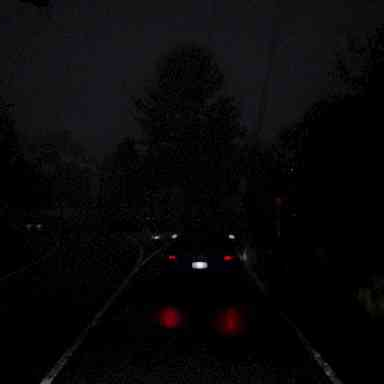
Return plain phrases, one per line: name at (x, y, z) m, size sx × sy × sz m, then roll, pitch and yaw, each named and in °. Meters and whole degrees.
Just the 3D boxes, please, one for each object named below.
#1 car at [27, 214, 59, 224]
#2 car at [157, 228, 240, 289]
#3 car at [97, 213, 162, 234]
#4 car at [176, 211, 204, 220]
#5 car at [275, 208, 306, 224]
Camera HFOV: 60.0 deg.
car at (-19.619, 3.524, 43.904) m, size 1.895 × 1.301 × 4.718 m, roll 0°, pitch -3°, yaw 7°
car at (0.313, 1.735, 9.724) m, size 1.994 × 1.385 × 4.181 m, roll 0°, pitch -2°, yaw 4°
car at (-4.796, 2.417, 25.765) m, size 5.008 × 1.535 × 1.882 m, roll 0°, pitch -2°, yaw 9°
car at (-0.416, 4.135, 58.345) m, size 4.902 × 1.511 × 2.128 m, roll 0°, pitch -3°, yaw 12°
car at (13.317, 3.217, 45.199) m, size 2.150 × 2.045 × 5.566 m, roll 1°, pitch -3°, yaw -9°
